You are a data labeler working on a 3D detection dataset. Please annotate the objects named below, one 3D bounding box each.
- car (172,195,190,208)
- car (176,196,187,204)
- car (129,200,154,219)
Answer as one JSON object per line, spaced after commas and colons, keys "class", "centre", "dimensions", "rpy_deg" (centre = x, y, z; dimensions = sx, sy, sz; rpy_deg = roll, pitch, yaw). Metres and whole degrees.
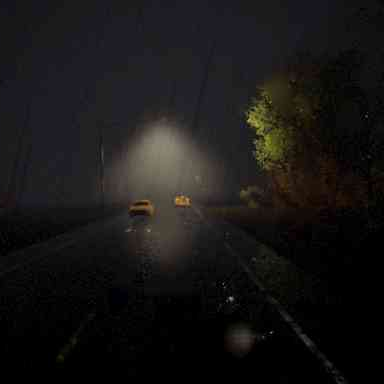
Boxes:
{"class": "car", "centre": [-1.331, 1.380, 45.233], "dimensions": [1.882, 1.535, 5.008], "rpy_deg": [-1, 0, -2]}
{"class": "car", "centre": [-1.957, 1.432, 63.165], "dimensions": [1.994, 1.385, 4.181], "rpy_deg": [-1, 0, -2]}
{"class": "car", "centre": [-4.519, 1.498, 30.231], "dimensions": [1.882, 1.535, 5.008], "rpy_deg": [-1, 0, -2]}
